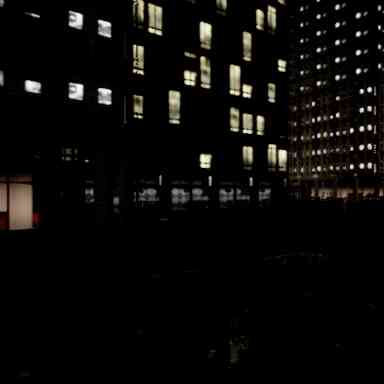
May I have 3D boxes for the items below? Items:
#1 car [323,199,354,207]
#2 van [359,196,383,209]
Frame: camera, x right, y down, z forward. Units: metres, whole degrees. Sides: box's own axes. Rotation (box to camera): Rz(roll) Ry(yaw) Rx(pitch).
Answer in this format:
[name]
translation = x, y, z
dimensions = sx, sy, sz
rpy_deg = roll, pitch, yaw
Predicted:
[car]
translation = 21.767, 1.583, 49.706
dimensions = 1.887, 1.381, 4.507
rpy_deg = 0, 0, -34
[van]
translation = 24.944, 1.404, 45.169
dimensions = 1.690, 1.788, 3.998
rpy_deg = 0, 0, -34
